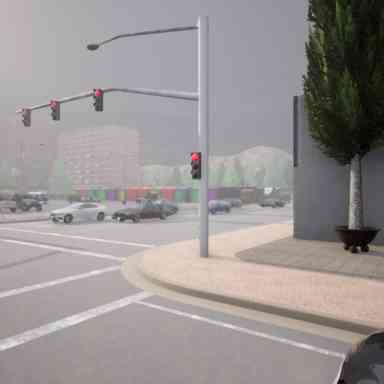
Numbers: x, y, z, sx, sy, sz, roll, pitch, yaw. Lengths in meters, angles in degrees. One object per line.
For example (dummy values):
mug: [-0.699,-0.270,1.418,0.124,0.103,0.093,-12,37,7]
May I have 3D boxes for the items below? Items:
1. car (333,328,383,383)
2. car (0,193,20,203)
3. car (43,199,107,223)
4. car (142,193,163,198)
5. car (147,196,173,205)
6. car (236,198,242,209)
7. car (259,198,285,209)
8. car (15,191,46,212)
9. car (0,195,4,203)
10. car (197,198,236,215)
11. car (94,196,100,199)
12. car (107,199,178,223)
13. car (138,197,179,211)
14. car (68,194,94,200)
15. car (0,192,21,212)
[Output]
car: [3.319,1.492,1.598,4.902,1.511,2.128,0,0,36]
car: [-36.798,1.153,66.784,4.605,1.855,1.932,0,0,35]
car: [-8.589,1.526,25.573,1.812,1.442,4.674,0,0,38]
car: [-6.965,1.156,52.549,3.866,1.878,1.905,0,0,35]
car: [-5.287,1.395,54.909,3.806,1.475,1.970,0,0,35]
car: [4.775,1.492,43.631,2.128,1.511,4.902,0,0,37]
car: [11.301,1.547,46.486,2.033,1.411,5.357,0,0,37]
car: [-18.250,1.156,36.495,3.866,1.878,1.905,0,0,35]
car: [-38.304,1.364,64.563,3.905,1.438,1.784,0,0,35]
car: [2.391,1.526,34.575,1.812,1.442,4.674,0,0,37]
car: [-19.569,1.364,64.964,3.905,1.438,1.784,0,0,35]
car: [-3.750,1.547,26.310,2.033,1.411,5.357,0,0,36]
car: [-3.205,1.526,32.917,1.812,1.442,4.674,0,0,37]
car: [-21.292,1.153,62.635,4.605,1.855,1.932,0,0,35]
car: [-19.964,1.153,34.162,4.605,1.855,1.932,0,0,35]
